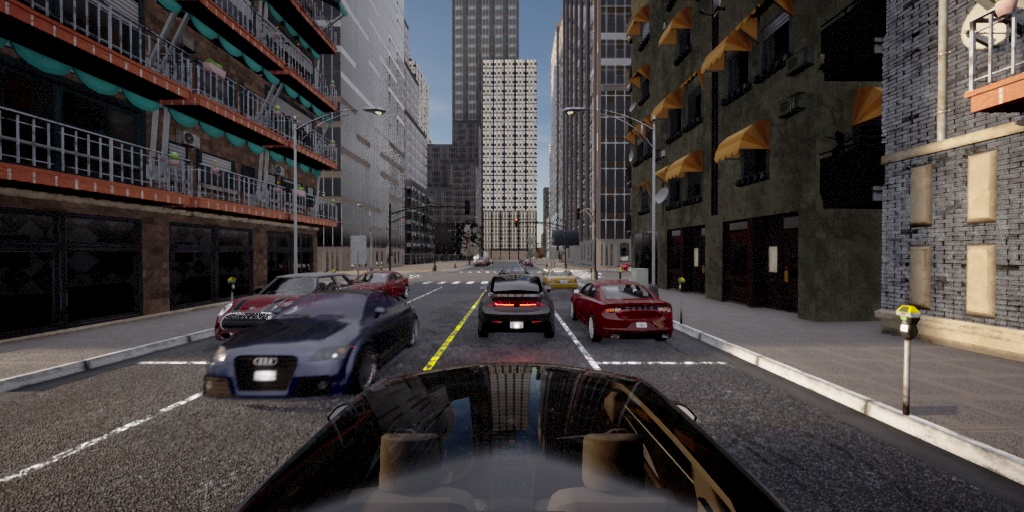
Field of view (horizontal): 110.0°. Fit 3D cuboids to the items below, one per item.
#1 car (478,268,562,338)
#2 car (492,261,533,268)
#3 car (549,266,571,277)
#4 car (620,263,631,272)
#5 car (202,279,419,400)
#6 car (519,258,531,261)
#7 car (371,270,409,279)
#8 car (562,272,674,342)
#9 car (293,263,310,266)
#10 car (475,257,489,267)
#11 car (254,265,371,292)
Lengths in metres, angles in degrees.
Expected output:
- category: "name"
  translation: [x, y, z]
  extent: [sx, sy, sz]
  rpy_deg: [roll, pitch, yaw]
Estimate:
- category: "car"
  translation: [0.106, 1.253, 10.212]
  extent: [1.837, 1.490, 4.892]
  rpy_deg: [0, 0, 0]
- category: "car"
  translation: [0.113, 1.239, 20.346]
  extent: [2.128, 1.511, 4.902]
  rpy_deg: [0, 0, 0]
- category: "car"
  translation: [2.703, 1.272, 20.878]
  extent: [1.751, 1.417, 4.829]
  rpy_deg: [0, 0, 0]
- category: "car"
  translation: [14.291, 1.005, 39.842]
  extent: [4.507, 1.381, 1.888]
  rpy_deg: [0, 0, 0]
- category: "car"
  translation: [-3.090, 1.313, 6.483]
  extent: [1.994, 1.385, 4.181]
  rpy_deg: [0, 0, 0]
- category: "car"
  translation: [2.736, 1.185, 64.234]
  extent: [1.967, 1.591, 4.097]
  rpy_deg: [0, 0, 0]
- category: "car"
  translation: [-5.682, 1.293, 15.205]
  extent: [1.888, 1.381, 4.507]
  rpy_deg: [0, 0, 0]
- category: "car"
  translation: [2.695, 1.294, 9.661]
  extent: [1.888, 1.381, 4.507]
  rpy_deg: [0, 0, 0]
- category: "car"
  translation: [-23.806, 1.493, 39.550]
  extent: [4.097, 1.591, 1.967]
  rpy_deg: [0, 0, 0]
- category: "car"
  translation: [-5.644, 1.291, 64.242]
  extent: [1.888, 1.381, 4.507]
  rpy_deg: [0, 0, 0]
- category: "car"
  translation: [-5.686, 1.188, 9.682]
  extent: [1.967, 1.591, 4.097]
  rpy_deg: [0, 0, 0]
